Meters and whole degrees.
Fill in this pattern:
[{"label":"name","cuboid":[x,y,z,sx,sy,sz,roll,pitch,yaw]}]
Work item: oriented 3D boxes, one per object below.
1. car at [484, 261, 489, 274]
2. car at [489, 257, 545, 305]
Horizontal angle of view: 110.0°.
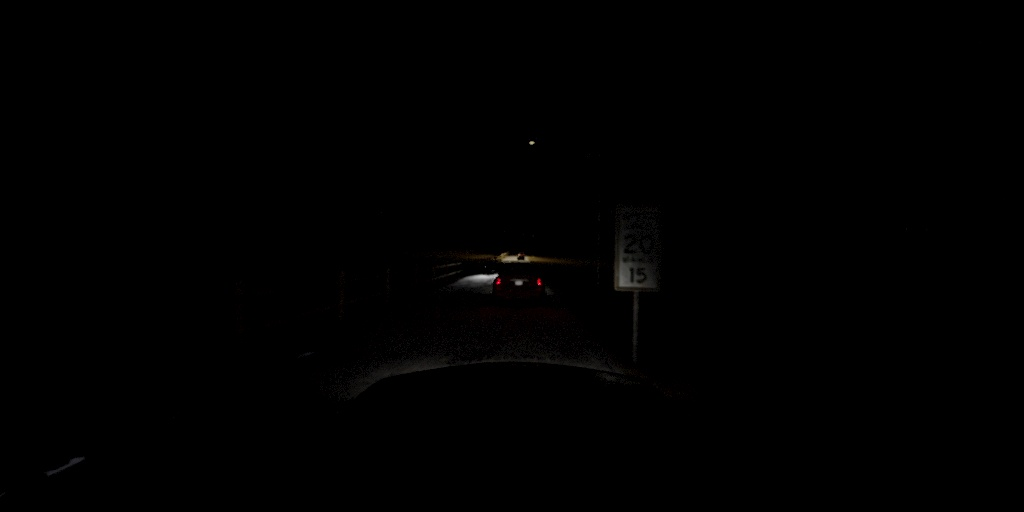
[{"label":"car","cuboid":[-1.872,1.157,37.927,1.895,1.301,4.718,1,0,1]},{"label":"car","cuboid":[0.322,1.065,16.007,2.097,1.767,4.553,1,0,1]}]
